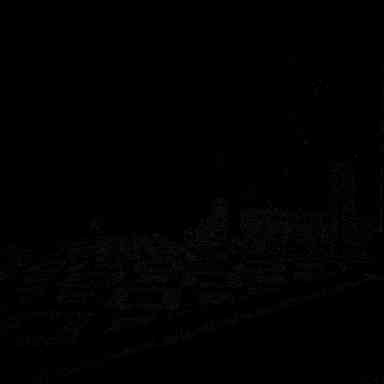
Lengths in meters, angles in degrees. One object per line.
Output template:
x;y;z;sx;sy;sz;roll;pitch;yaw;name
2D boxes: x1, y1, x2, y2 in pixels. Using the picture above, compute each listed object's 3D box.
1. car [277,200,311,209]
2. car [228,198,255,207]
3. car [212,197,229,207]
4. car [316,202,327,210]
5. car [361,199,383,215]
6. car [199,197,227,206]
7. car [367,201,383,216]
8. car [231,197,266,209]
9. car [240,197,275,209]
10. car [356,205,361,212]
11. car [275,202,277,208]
14.680;1.735;46.947;1.947;1.339;4.313;2;-1;-36;car
8.281;1.726;55.861;2.008;1.369;4.403;2;-1;-36;car
4.654;1.473;46.300;1.752;1.417;4.829;2;-1;-36;car
17.880;1.747;42.490;1.802;1.307;4.206;2;-1;-36;car
17.340;1.374;28.635;1.967;1.590;4.097;2;-1;-37;car
3.598;1.653;57.735;2.033;1.411;5.357;2;-1;-35;car
18.912;1.568;31.004;1.994;1.385;4.181;2;-1;-36;car
7.821;1.494;46.467;1.882;1.535;5.008;2;-1;-36;car
7.755;1.489;41.981;1.887;1.381;4.507;2;-1;-36;car
21.080;1.728;38.033;1.947;1.339;4.313;2;-1;-36;car
11.382;1.698;51.543;1.752;1.417;4.829;2;-1;-36;car
